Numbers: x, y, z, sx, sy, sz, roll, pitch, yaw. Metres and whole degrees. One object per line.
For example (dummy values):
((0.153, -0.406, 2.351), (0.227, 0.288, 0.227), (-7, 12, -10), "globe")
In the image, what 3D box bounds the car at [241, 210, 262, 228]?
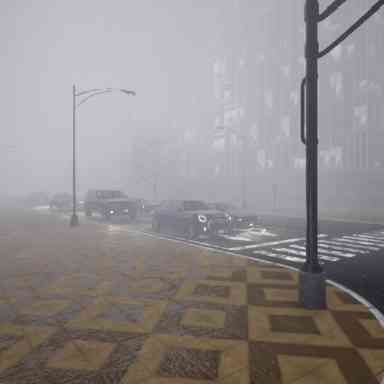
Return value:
((1.574, 1.289, 19.679), (2.033, 1.411, 5.357), (0, 1, -36), "car")

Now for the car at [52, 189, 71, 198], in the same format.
((-25.613, 0.258, 65.011), (2.128, 1.511, 4.902), (0, 1, -38), "car")

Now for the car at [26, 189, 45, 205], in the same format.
((-18.750, 0.710, 40.247), (2.128, 1.511, 4.902), (0, 1, -37), "car")

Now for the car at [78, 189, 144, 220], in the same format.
((-5.991, 0.819, 23.958), (2.150, 2.045, 5.566), (0, 1, -38), "car")

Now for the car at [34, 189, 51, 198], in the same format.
((-28.622, 0.236, 63.582), (1.882, 1.535, 5.008), (0, 1, -38), "car")

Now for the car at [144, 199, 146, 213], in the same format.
((-4.406, 1.166, 27.196), (1.895, 1.301, 4.718), (0, 1, -38), "car")

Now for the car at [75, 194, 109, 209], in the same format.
((-10.614, 0.945, 35.091), (1.994, 1.385, 4.181), (0, 1, -38), "car")

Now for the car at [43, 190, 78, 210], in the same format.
((-12.377, 0.900, 32.073), (2.128, 1.511, 4.902), (0, 1, -38), "car")

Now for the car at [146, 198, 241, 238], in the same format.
((-0.087, 1.124, 16.484), (2.097, 1.767, 4.553), (0, 1, -38), "car")
